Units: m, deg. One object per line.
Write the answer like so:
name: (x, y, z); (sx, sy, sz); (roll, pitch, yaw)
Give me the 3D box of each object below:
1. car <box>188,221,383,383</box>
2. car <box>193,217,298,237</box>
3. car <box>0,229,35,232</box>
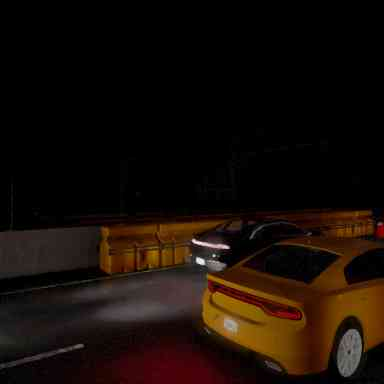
car: (2.483, 1.478, 5.520); (5.008, 1.535, 1.882); (0, 0, -36)
car: (2.182, 1.492, 9.604); (4.902, 1.511, 2.128); (0, 0, -36)
car: (-10.684, 1.350, 17.749); (4.553, 1.767, 2.097); (0, 0, -35)
